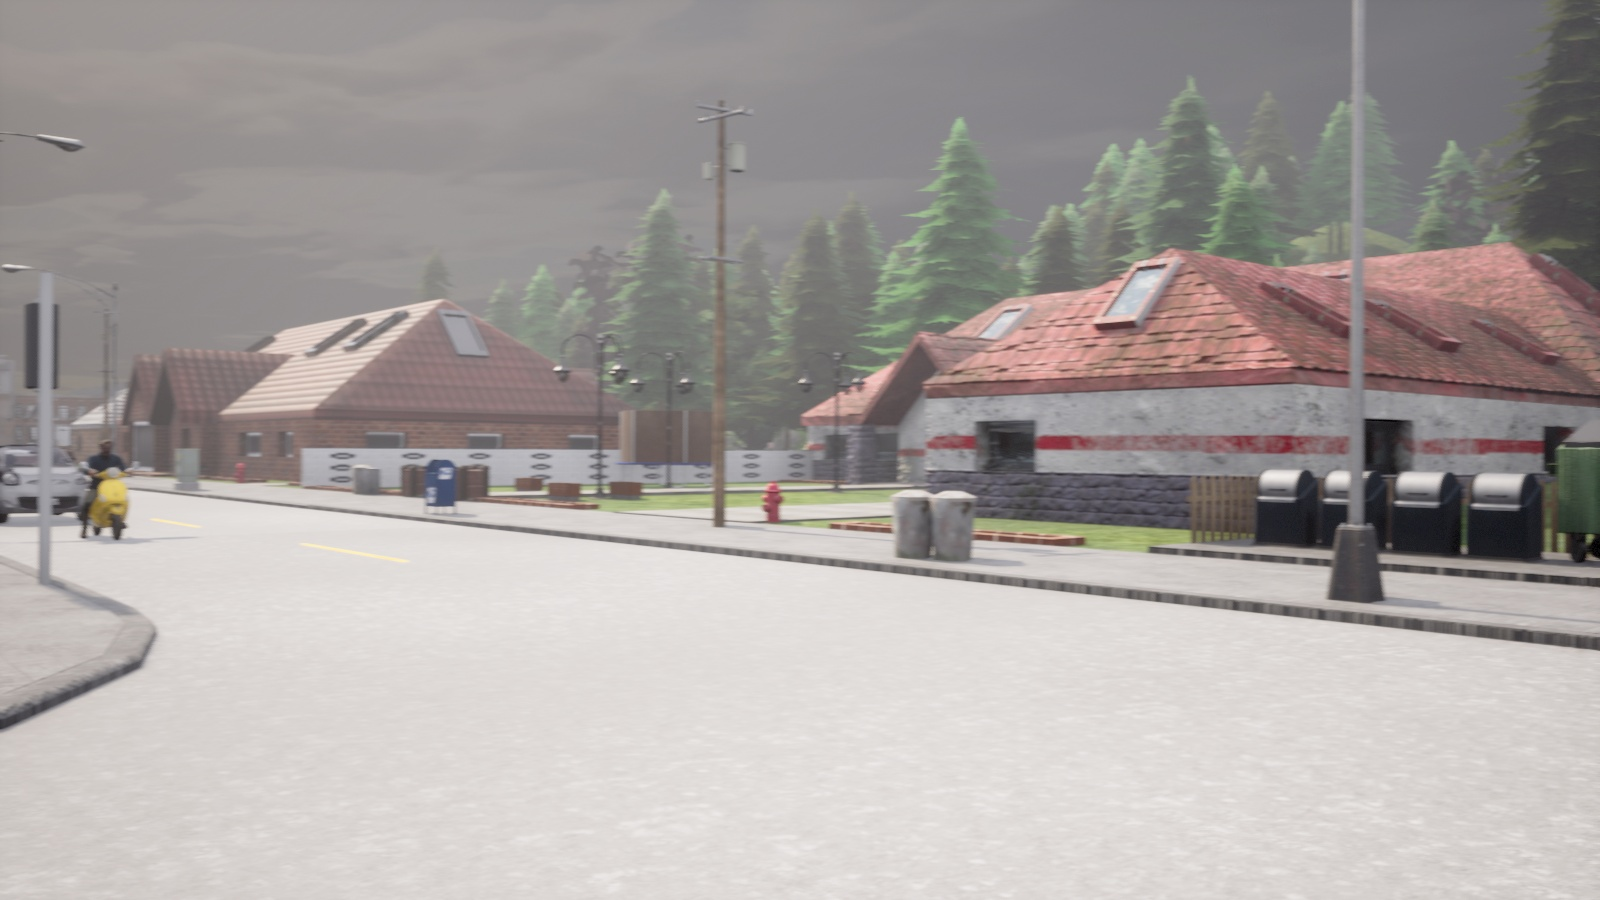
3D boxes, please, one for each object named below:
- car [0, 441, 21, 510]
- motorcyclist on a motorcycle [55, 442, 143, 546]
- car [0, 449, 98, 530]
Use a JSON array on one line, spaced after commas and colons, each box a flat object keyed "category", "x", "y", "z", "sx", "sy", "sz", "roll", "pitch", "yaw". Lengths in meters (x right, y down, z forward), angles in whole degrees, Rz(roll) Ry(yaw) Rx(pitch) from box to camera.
[{"category": "car", "x": -20.583, "y": 0.601, "z": 30.844, "sx": 1.851, "sy": 1.617, "sz": 3.988, "roll": 0, "pitch": 0, "yaw": -41}, {"category": "motorcyclist on a motorcycle", "x": -11.268, "y": 0.673, "z": 20.169, "sx": 0.866, "sy": 1.590, "sz": 1.817, "roll": 0, "pitch": 0, "yaw": -41}, {"category": "car", "x": -15.397, "y": 0.726, "z": 24.905, "sx": 1.845, "sy": 1.501, "sz": 3.633, "roll": 0, "pitch": 0, "yaw": -41}]
